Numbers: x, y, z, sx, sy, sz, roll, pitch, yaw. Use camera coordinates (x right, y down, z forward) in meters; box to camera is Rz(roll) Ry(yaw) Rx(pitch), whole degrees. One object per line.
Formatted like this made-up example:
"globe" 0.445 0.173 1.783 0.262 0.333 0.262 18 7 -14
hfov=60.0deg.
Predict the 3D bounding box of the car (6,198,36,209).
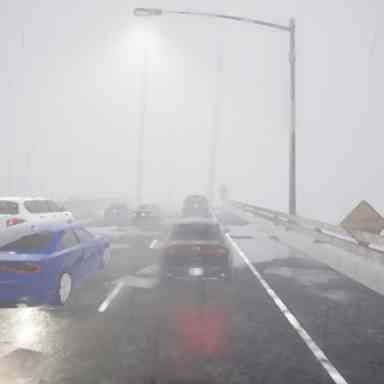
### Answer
"car" -23.903 1.615 46.688 1.994 1.385 4.181 0 0 2

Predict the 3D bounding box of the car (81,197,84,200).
"car" -16.881 1.401 47.416 2.097 1.767 4.553 0 0 2

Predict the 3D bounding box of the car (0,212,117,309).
"car" -3.422 1.480 8.016 1.882 1.535 5.008 0 0 1

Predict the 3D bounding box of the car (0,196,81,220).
"car" -6.841 1.227 13.954 2.150 2.045 5.566 0 0 1

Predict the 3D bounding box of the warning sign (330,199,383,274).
"warning sign" 4.565 1.119 8.855 1.300 1.860 1.060 -1 -1 0

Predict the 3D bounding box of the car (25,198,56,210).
"car" -20.453 1.552 45.122 1.837 1.490 4.892 0 0 2

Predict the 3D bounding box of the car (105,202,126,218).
"car" -6.606 1.588 30.600 1.994 1.385 4.181 0 0 1

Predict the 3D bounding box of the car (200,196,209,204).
"car" 2.646 1.609 68.380 1.812 1.442 4.674 0 0 2

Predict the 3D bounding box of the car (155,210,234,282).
"car" 0.110 1.509 9.774 1.837 1.490 4.892 0 0 0

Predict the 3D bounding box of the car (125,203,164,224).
"car" -3.226 1.564 24.900 2.033 1.411 5.357 0 0 1

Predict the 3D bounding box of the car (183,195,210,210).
"car" 0.362 1.241 28.997 2.150 2.045 5.566 0 0 1
